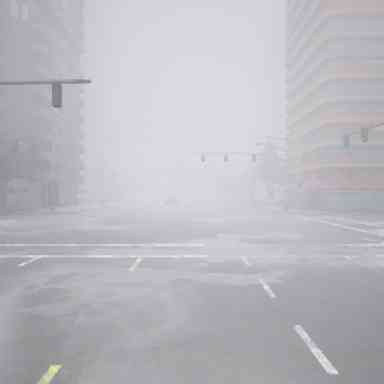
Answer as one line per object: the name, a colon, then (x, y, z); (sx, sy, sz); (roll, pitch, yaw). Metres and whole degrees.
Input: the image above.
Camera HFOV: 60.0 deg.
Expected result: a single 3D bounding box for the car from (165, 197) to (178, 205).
car: (-3.500, 1.562, 57.371); (1.837, 1.490, 4.892); (0, 0, 0)
